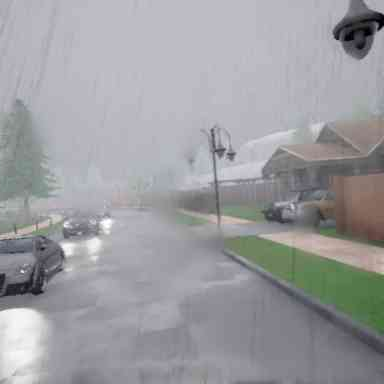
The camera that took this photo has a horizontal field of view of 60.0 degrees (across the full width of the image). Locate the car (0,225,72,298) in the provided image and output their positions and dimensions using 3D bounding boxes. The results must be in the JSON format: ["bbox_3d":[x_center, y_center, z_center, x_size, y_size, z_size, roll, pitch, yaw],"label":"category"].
[{"bbox_3d":[-4.945,1.968,9.418,1.994,1.385,4.181,-5,0,-10],"label":"car"}]

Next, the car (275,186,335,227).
[{"bbox_3d":[6.864,0.632,16.535,4.605,1.855,1.932,-5,0,-10],"label":"car"}]

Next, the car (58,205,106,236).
[{"bbox_3d":[-7.257,1.955,22.314,2.097,1.767,4.553,-5,0,-11],"label":"car"}]

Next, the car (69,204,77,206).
[{"bbox_3d":[-29.330,3.801,81.601,2.097,1.767,4.553,-5,0,-43],"label":"car"}]

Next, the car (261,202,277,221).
[{"bbox_3d":[6.039,0.703,18.940,3.866,1.878,1.905,-5,0,-10],"label":"car"}]

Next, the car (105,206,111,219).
[{"bbox_3d":[-10.541,2.379,39.240,2.128,1.511,4.902,-5,0,-13],"label":"car"}]
